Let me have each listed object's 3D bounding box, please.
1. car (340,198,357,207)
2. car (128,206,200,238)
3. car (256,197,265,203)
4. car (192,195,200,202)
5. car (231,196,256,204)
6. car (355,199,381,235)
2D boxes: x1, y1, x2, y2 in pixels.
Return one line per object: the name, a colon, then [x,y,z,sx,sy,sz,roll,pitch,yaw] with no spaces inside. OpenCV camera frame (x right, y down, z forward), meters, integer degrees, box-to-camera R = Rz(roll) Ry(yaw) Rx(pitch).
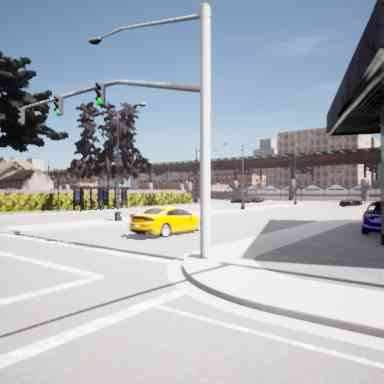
car: [25.276,1.621,52.370,4.181,1.385,1.994,0,-1,-33]
car: [-1.183,1.536,18.047,1.882,1.535,5.008,0,-1,36]
car: [12.816,1.579,68.048,4.181,1.385,1.994,0,0,37]
car: [-0.233,1.390,77.763,4.553,1.767,2.097,0,0,37]
car: [9.887,1.587,65.710,4.181,1.385,1.994,0,0,40]
car: [10.232,1.296,17.172,2.242,1.667,4.611,0,0,37]
